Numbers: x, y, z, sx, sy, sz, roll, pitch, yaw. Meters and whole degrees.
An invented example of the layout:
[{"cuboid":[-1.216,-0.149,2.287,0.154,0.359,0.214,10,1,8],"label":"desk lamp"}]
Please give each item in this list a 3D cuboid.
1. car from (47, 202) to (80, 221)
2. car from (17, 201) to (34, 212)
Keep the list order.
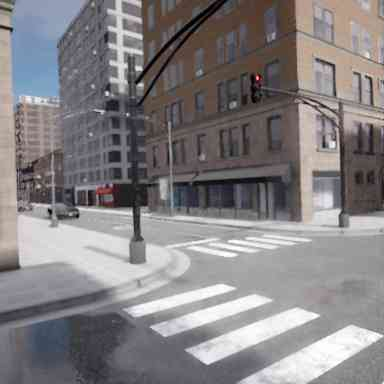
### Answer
[{"cuboid":[-11.642,1.664,29.949,1.882,1.535,5.008,-2,1,-36],"label":"car"},{"cuboid":[-23.501,1.967,46.399,1.882,1.535,5.008,-2,0,-36],"label":"car"}]
